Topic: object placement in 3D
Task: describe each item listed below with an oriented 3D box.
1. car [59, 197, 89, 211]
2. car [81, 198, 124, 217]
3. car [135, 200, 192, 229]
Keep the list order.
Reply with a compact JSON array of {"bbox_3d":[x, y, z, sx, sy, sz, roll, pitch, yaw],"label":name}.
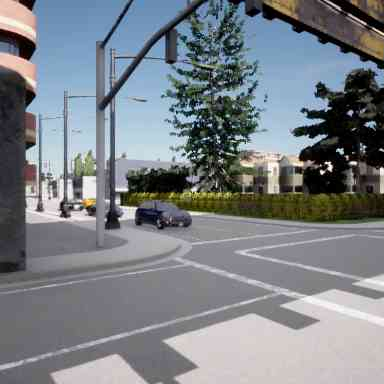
[{"bbox_3d":[-14.224,1.491,39.156,2.128,1.511,4.902,0,0,-35],"label":"car"},{"bbox_3d":[-8.052,1.547,30.356,2.033,1.411,5.357,0,0,-35],"label":"car"},{"bbox_3d":[-1.949,1.352,21.692,2.097,1.767,4.553,0,0,-35],"label":"car"}]
